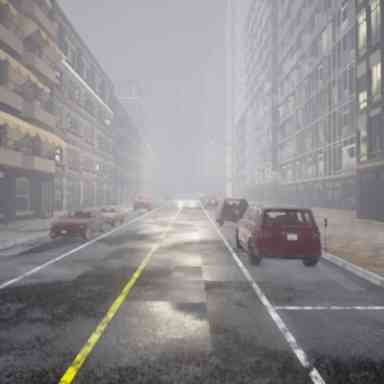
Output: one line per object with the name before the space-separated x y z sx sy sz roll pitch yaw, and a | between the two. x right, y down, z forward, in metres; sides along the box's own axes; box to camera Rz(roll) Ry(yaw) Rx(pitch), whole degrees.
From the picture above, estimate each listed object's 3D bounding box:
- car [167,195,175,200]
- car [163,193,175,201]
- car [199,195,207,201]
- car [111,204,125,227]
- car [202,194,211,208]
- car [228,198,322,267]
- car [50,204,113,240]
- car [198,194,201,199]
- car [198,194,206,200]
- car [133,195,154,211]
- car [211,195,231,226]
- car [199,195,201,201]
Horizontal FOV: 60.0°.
car | -5.679 1.422 90.474 1.947 1.339 4.313 1 0 0
car | -5.675 1.193 79.171 2.192 1.841 5.009 1 0 0
car | 2.702 1.412 84.820 1.887 1.381 4.507 1 0 0
car | -5.678 1.498 22.488 1.752 1.417 4.829 1 0 0
car | 2.703 1.377 45.261 1.967 1.590 4.097 1 0 0
car | 2.705 1.302 11.354 2.192 1.841 5.009 1 0 0
car | -5.678 1.525 17.008 1.887 1.381 4.507 1 0 0
car | 2.701 1.474 62.216 1.947 1.339 4.313 1 0 0
car | 2.704 1.296 90.472 1.967 1.590 4.097 1 0 0
car | -5.675 1.261 39.612 2.192 1.841 5.009 1 0 0
car | 2.705 1.287 22.656 2.192 1.841 5.009 1 0 0
car | 2.701 1.484 56.565 1.947 1.339 4.313 1 0 0
